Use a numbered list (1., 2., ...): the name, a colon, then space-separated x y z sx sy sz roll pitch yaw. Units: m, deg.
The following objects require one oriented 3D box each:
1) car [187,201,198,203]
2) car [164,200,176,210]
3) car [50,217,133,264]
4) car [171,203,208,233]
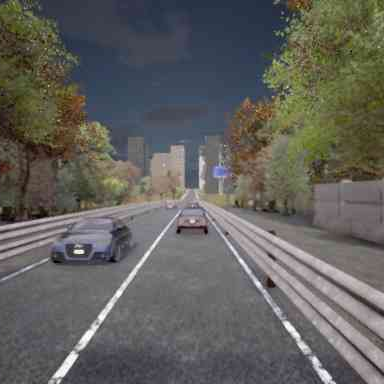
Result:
1. car: 0.084 1.855 43.162 2.128 1.511 4.902 0 -1 0
2. car: -3.325 2.074 53.056 1.812 1.442 4.674 0 -1 0
3. car: -3.352 1.589 11.840 1.994 1.385 4.181 0 0 0
4. car: 0.027 1.624 20.197 2.033 1.411 5.357 0 0 0
